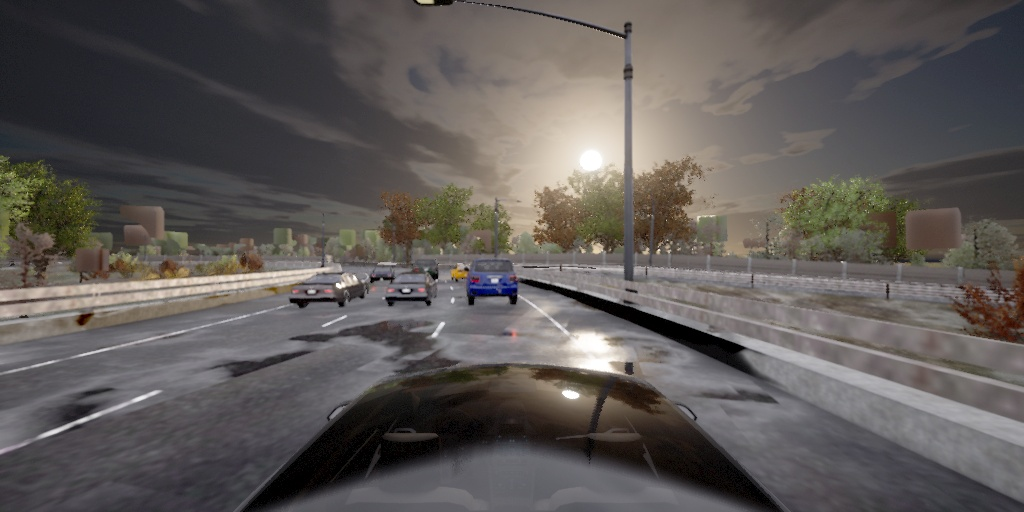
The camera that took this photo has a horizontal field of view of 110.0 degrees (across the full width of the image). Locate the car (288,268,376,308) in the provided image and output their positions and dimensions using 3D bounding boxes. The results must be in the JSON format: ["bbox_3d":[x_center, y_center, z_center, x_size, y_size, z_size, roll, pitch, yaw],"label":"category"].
[{"bbox_3d":[-7.994,1.436,16.182,2.033,1.411,5.357,0,-1,-8],"label":"car"}]

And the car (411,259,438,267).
[{"bbox_3d":[-7.786,1.254,32.081,2.150,2.045,5.566,0,0,-16],"label":"car"}]

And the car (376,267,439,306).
[{"bbox_3d":[-4.526,1.439,16.656,2.033,1.411,5.357,0,-1,-8],"label":"car"}]

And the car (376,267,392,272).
[{"bbox_3d":[-11.177,1.631,31.200,1.895,1.301,4.718,0,-1,-16],"label":"car"}]

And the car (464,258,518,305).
[{"bbox_3d":[-1.062,1.111,17.158,2.150,2.045,5.566,0,0,-8],"label":"car"}]

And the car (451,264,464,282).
[{"bbox_3d":[-4.556,1.527,33.474,1.882,1.535,5.008,0,0,-16],"label":"car"}]
